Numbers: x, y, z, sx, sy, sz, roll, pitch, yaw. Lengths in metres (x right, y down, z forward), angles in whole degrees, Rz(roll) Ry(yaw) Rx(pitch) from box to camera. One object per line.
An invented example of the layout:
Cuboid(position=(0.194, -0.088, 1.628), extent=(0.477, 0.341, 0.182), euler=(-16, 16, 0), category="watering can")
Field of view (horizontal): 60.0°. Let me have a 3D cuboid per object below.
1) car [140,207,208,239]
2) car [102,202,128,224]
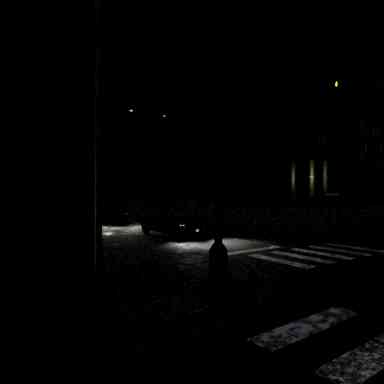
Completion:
Cuboid(position=(-1.108, 1.530, 17.529), extent=(1.812, 1.442, 4.674), euler=(0, 0, -36), category="car")
Cuboid(position=(-6.488, 1.485, 24.990), extent=(1.882, 1.535, 5.008), euler=(0, 0, -36), category="car")
